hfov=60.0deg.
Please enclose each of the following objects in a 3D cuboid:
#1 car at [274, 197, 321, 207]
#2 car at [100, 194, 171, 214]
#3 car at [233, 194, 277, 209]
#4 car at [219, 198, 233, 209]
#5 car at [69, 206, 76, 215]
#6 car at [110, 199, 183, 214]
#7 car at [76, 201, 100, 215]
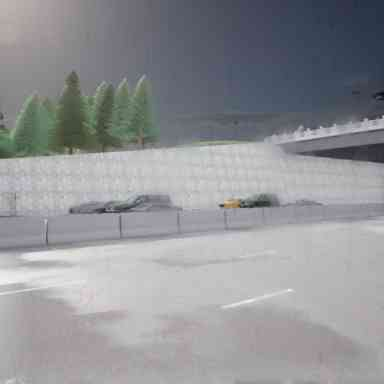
[{"bbox_3d":[10.936,1.492,33.197,4.902,1.511,2.128,0,0,-35],"label":"car"},{"bbox_3d":[-4.090,1.220,26.824,5.566,2.045,2.150,0,0,-35],"label":"car"},{"bbox_3d":[8.052,1.223,39.710,5.566,2.045,2.150,0,0,-35],"label":"car"},{"bbox_3d":[5.634,1.477,42.289,5.008,1.535,1.882,0,0,-35],"label":"car"},{"bbox_3d":[-9.449,1.564,31.606,4.181,1.385,1.994,0,0,-35],"label":"car"},{"bbox_3d":[-2.871,1.492,23.397,4.902,1.511,2.128,0,0,-35],"label":"car"},{"bbox_3d":[-7.151,1.504,28.944,4.892,1.490,1.837,0,0,-35],"label":"car"}]
